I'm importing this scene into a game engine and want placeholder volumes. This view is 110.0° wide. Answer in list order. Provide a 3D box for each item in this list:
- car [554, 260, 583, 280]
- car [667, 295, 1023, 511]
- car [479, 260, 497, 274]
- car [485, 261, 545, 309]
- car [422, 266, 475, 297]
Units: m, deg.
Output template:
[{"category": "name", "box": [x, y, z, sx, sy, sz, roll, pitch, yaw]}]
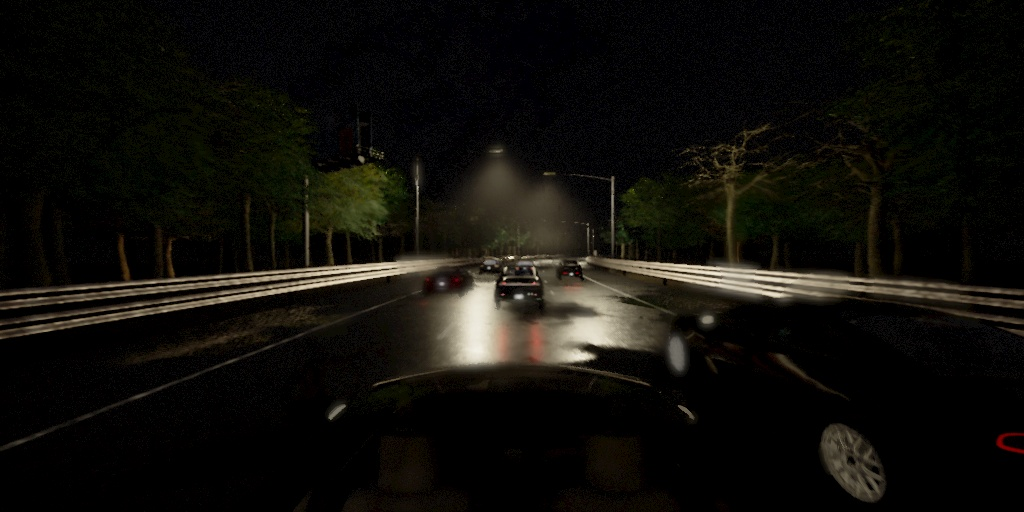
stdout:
[{"category": "car", "box": [4.482, 1.064, 28.406, 1.837, 1.490, 4.892, 0, 0, 4]}, {"category": "car", "box": [3.636, 1.207, 4.284, 1.882, 1.535, 5.008, 0, 0, 0]}, {"category": "car", "box": [-1.999, 1.076, 35.647, 1.994, 1.385, 4.181, 0, 0, 5]}, {"category": "car", "box": [0.315, 1.149, 14.498, 2.128, 1.511, 4.902, 0, 0, 2]}, {"category": "car", "box": [-3.061, 1.198, 18.021, 1.994, 1.385, 4.181, 0, 0, 2]}]
